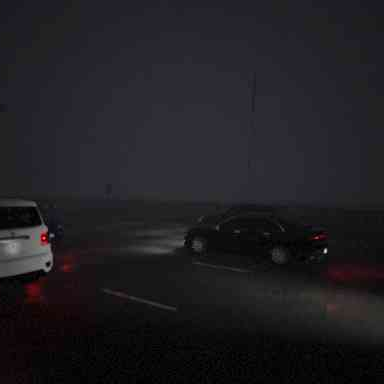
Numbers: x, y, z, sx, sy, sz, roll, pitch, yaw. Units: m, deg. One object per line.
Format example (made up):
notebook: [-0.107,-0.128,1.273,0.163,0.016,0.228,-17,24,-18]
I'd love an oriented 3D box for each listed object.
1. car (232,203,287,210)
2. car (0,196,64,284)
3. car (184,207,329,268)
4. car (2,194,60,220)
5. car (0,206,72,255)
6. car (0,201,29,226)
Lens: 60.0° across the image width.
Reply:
car: [2.424,1.286,15.162,4.553,1.767,2.097,1,0,36]
car: [-5.673,1.132,8.042,5.566,2.045,2.150,1,0,36]
car: [1.956,1.458,11.197,4.892,1.490,1.837,1,0,36]
car: [-12.530,1.108,25.834,4.553,1.767,2.097,1,0,36]
car: [-7.021,1.396,13.304,4.674,1.442,1.812,1,0,35]
car: [-13.180,1.320,21.999,5.357,1.411,2.033,1,0,35]
